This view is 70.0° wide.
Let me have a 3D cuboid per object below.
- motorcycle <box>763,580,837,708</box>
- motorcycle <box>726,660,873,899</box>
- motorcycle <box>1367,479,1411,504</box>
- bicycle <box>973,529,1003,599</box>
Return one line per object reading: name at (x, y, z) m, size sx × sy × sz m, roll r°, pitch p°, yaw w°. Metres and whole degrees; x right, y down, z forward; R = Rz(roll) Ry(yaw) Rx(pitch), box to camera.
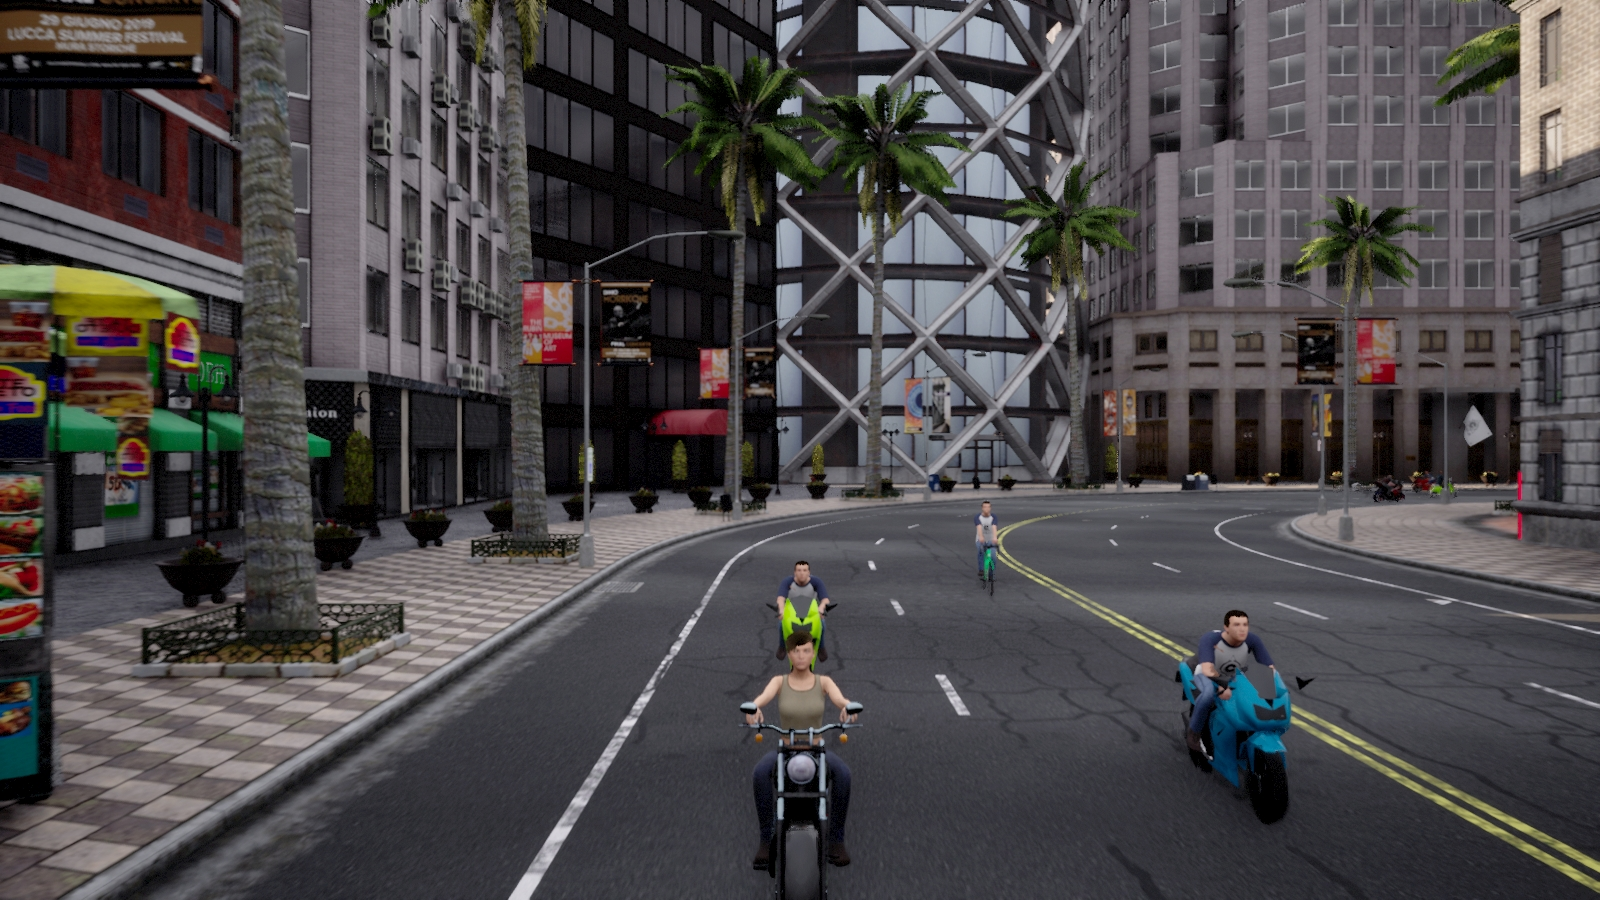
motorcycle at (0.004, 2.214, 13.372) m, size 0.803 × 1.145 × 2.033 m, roll 0°, pitch 0°, yaw 0°
motorcycle at (0.000, 2.170, 7.142) m, size 0.764 × 1.277 × 2.356 m, roll 0°, pitch 0°, yaw 0°
motorcycle at (31.332, 2.208, 60.811) m, size 2.209 × 1.251 × 0.867 m, roll 0°, pitch 1°, yaw -23°
bicycle at (3.668, 2.207, 22.401) m, size 0.373 × 1.196 × 1.643 m, roll 0°, pitch 1°, yaw 2°
